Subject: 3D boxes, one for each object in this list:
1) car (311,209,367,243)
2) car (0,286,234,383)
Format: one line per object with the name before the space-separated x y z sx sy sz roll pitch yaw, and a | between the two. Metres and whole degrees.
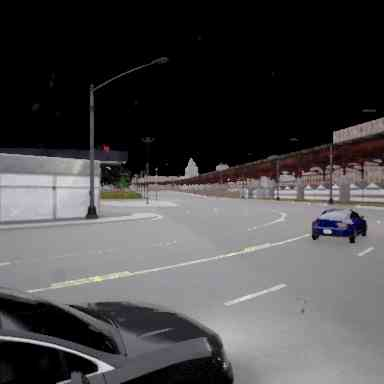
car | 7.180 1.533 16.113 1.812 1.442 4.674 0 0 36
car | -1.850 1.505 2.421 4.892 1.490 1.837 0 0 -36
